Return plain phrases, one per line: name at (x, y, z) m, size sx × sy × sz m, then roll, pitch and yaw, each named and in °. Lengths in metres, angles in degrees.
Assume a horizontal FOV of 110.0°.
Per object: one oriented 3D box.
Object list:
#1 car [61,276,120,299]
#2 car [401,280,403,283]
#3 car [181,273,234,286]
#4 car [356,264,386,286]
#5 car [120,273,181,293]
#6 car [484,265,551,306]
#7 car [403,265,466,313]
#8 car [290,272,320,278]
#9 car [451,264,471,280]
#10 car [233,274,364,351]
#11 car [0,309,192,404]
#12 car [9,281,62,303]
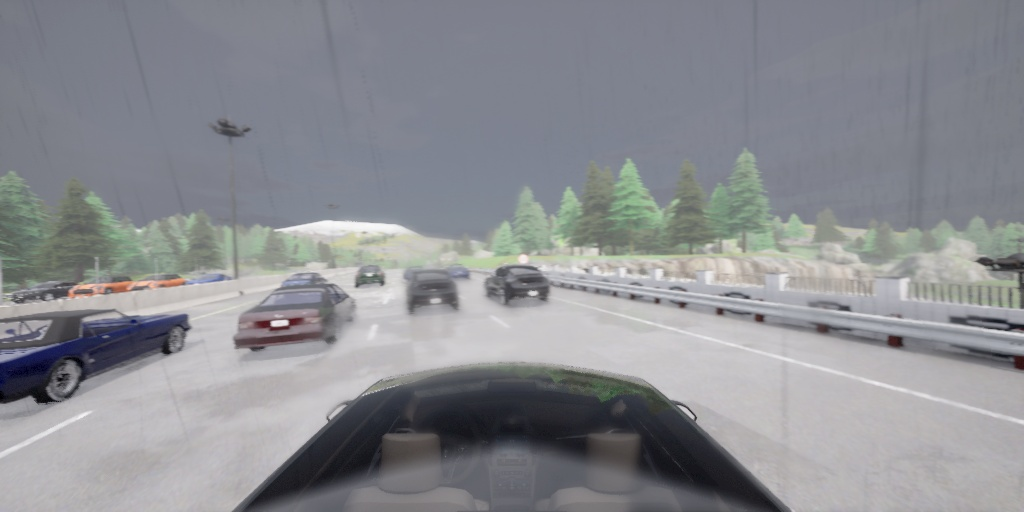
car at (-33.618, 2.517, 29.687) m, size 2.097 × 1.767 × 4.553 m, roll -3°, pitch 0°, yaw -17°
car at (-8.330, 1.567, 31.070) m, size 1.994 × 1.385 × 4.181 m, roll -3°, pitch 0°, yaw -17°
car at (-27.149, 2.348, 32.499) m, size 1.882 × 1.535 × 5.008 m, roll -3°, pitch 0°, yaw -17°
car at (-11.400, 1.495, 29.114) m, size 2.097 × 1.767 × 4.553 m, roll -3°, pitch 0°, yaw -17°
car at (-30.273, 2.364, 30.704) m, size 2.097 × 1.767 × 4.553 m, roll -3°, pitch 0°, yaw -17°
car at (0.082, 1.138, 15.362) m, size 1.837 × 1.490 × 4.892 m, roll -3°, pitch 0°, yaw -17°
car at (-3.287, 1.292, 14.427) m, size 1.837 × 1.490 × 4.892 m, roll -3°, pitch 0°, yaw -17°
car at (-13.242, 1.773, 23.164) m, size 2.033 × 1.411 × 5.357 m, roll -3°, pitch 0°, yaw -17°
car at (-4.955, 1.412, 31.986) m, size 1.994 × 1.385 × 4.181 m, roll -3°, pitch 0°, yaw -17°
car at (-5.547, 1.460, 9.840) m, size 2.033 × 1.411 × 5.357 m, roll -3°, pitch 0°, yaw -17°
car at (-8.218, 1.654, 6.608) m, size 1.895 × 1.301 × 4.718 m, roll -3°, pitch 0°, yaw -17°
car at (-36.995, 2.829, 28.804) m, size 1.837 × 1.490 × 4.892 m, roll -3°, pitch -1°, yaw -17°
